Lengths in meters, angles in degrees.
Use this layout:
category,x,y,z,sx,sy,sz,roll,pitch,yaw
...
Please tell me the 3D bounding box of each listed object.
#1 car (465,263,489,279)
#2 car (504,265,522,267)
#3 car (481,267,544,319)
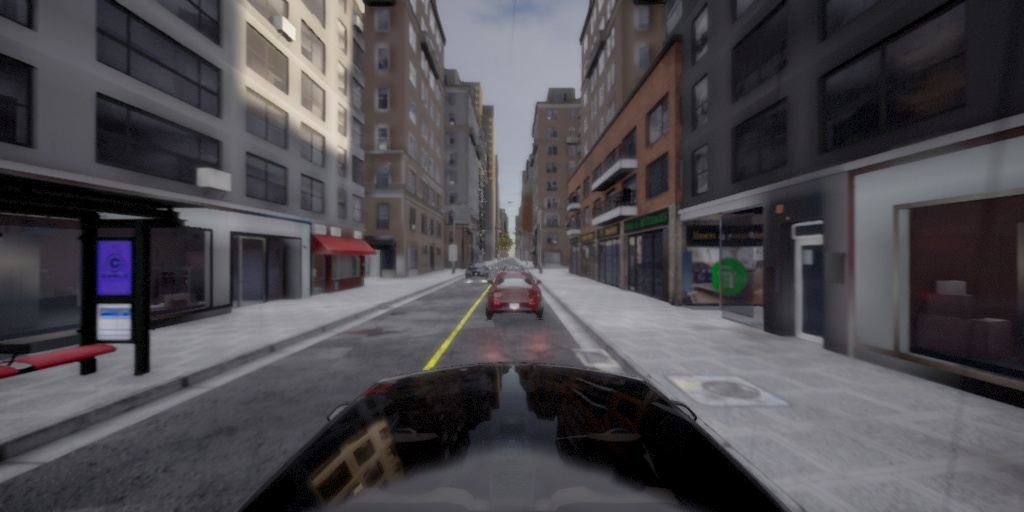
category,x,y,z,sx,sy,sz,roll,pitch,yaw
car,-3.055,1.341,32.505,1.994,1.385,4.181,0,0,0
car,0.111,1.374,28.839,1.895,1.301,4.718,0,0,0
car,0.090,1.283,12.727,1.812,1.442,4.674,0,0,0
